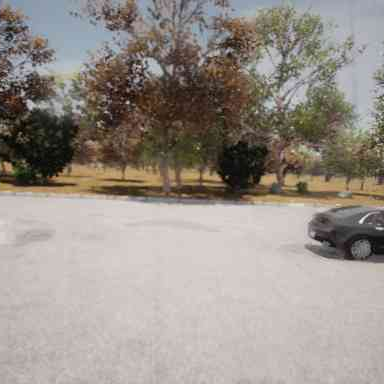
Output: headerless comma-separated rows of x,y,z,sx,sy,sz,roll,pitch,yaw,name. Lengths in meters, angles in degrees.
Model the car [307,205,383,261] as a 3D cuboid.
6.055,1.245,10.160,4.892,1.490,1.837,5,4,-4,car
